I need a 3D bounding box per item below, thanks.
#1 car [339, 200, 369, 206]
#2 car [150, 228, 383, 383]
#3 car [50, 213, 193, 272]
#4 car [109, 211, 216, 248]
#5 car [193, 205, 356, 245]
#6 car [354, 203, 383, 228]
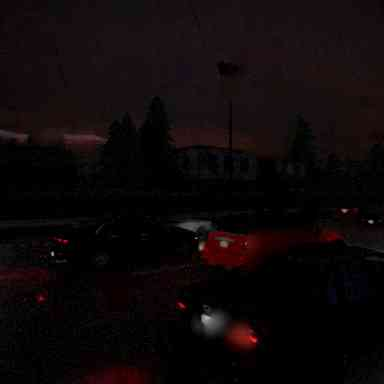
[{"bbox_3d":[13.073,1.476,25.987,4.553,1.767,2.097,0,0,-36],"label":"car"},{"bbox_3d":[2.228,1.570,5.339,5.357,1.411,2.033,0,0,-36],"label":"car"},{"bbox_3d":[-2.010,1.527,10.914,4.892,1.490,1.837,0,0,-36],"label":"car"},{"bbox_3d":[-1.298,1.639,15.724,4.718,1.301,1.895,0,0,-36],"label":"car"},{"bbox_3d":[2.557,1.389,9.876,4.553,1.767,2.097,0,0,-36],"label":"car"},{"bbox_3d":[12.670,1.635,21.398,4.674,1.442,1.812,0,0,-36],"label":"car"}]
